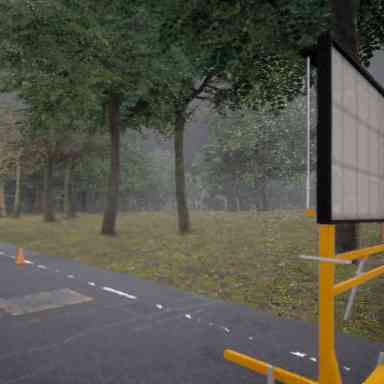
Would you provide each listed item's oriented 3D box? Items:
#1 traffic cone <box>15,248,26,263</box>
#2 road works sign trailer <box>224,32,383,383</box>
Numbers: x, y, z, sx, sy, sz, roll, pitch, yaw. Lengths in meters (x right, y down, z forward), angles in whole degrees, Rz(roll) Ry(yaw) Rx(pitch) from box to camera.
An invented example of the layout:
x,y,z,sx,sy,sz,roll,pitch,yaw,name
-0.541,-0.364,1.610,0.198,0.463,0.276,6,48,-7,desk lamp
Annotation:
x,y,z,sx,sy,sz,roll,pitch,yaw,name
-6.835,2.518,13.282,0.340,0.580,0.340,-2,-4,44,traffic cone
1.499,0.684,3.233,2.880,3.560,2.380,-1,-4,43,road works sign trailer
